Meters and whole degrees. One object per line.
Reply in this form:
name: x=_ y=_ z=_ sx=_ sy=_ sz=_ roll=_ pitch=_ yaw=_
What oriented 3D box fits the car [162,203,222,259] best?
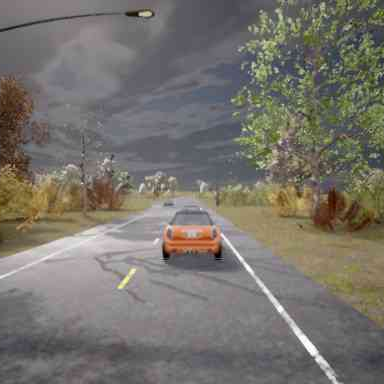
car: x=0.010 y=1.498 z=13.413 sx=2.097 sy=1.767 sz=4.553 roll=0 pitch=-1 yaw=0

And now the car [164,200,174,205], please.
car: x=-4.598 y=2.242 z=65.894 sx=1.994 sy=1.385 sz=4.181 roll=0 pitch=-1 yaw=-5

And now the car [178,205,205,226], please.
car: x=-0.054 y=1.847 z=27.512 sx=2.033 sy=1.411 sz=5.357 roll=0 pitch=-1 yaw=0
